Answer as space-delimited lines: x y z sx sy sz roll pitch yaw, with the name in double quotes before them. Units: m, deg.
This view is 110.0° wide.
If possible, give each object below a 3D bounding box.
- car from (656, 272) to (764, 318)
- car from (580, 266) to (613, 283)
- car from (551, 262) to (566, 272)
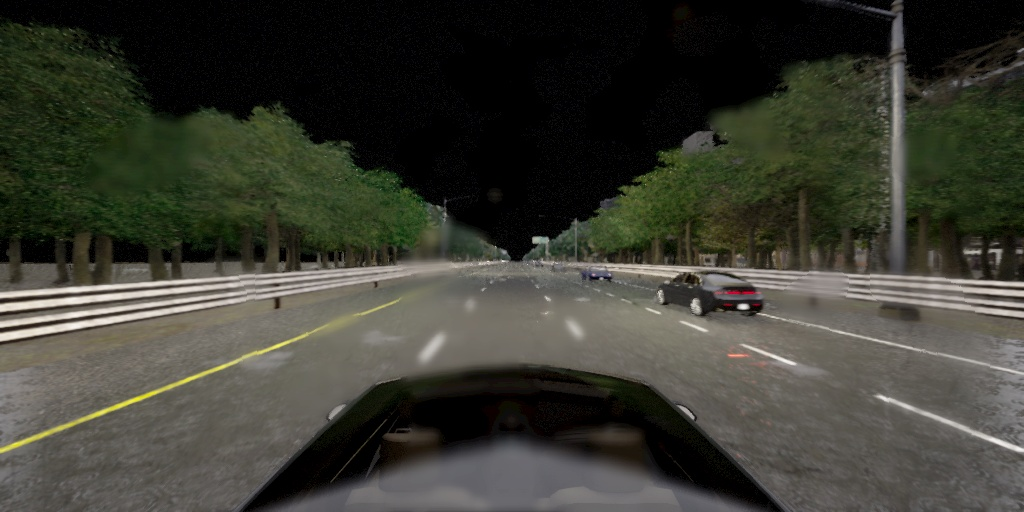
"car" 7.004 1.306 13.275 1.837 1.490 4.892 0 0 0
"car" 7.036 1.538 30.433 1.895 1.301 4.718 0 -1 0
"car" 7.141 1.721 55.227 2.128 1.511 4.902 0 -1 0
